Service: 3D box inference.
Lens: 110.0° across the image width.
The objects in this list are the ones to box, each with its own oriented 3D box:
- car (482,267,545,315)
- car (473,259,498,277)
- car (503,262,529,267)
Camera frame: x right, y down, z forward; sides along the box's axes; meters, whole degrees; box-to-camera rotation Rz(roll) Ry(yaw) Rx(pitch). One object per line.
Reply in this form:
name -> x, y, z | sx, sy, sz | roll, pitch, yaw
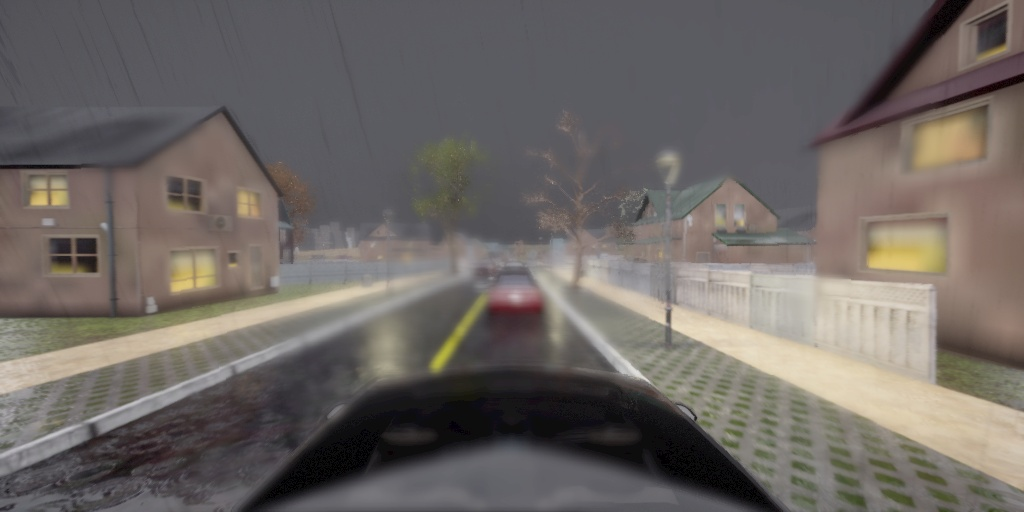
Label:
car -> 0.148, 1.283, 13.390 | 1.994, 1.385, 4.181 | 0, 0, 1
car -> -2.453, 1.053, 34.349 | 2.097, 1.767, 4.553 | 0, 0, 1
car -> 0.341, 1.179, 28.192 | 1.882, 1.535, 5.008 | 0, 0, 1
